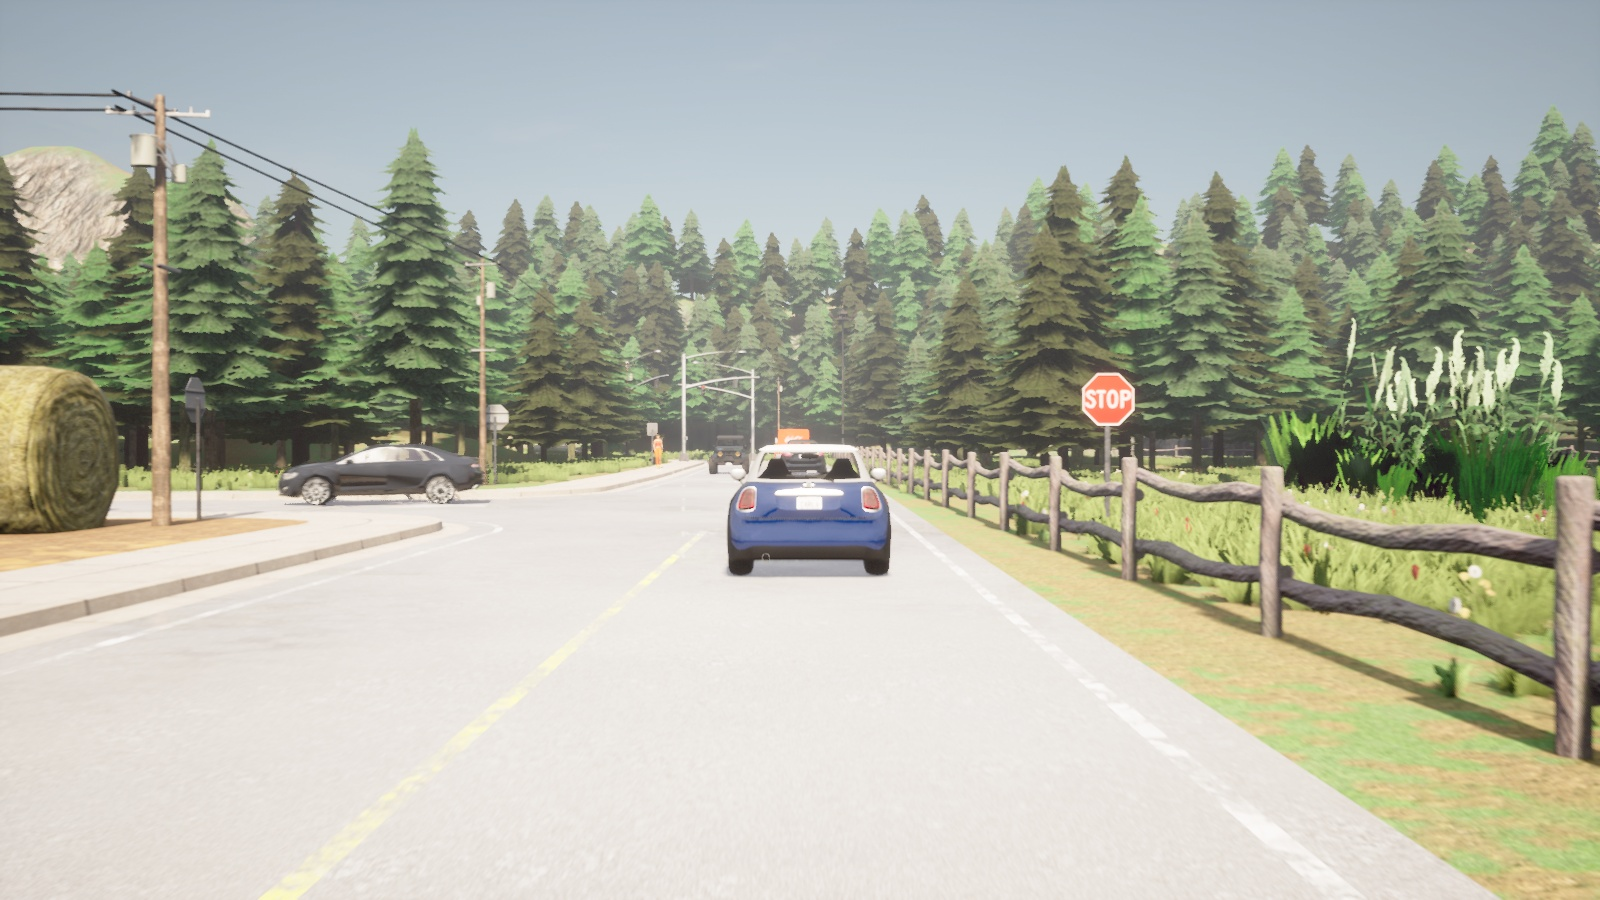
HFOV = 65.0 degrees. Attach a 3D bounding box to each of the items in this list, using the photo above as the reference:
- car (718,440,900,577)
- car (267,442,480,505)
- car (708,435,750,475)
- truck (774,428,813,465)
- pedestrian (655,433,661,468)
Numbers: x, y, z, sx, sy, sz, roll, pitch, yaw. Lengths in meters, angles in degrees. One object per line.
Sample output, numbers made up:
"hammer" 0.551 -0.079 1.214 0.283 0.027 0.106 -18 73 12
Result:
"car" 0.103 0.625 15.508 1.970 1.475 3.806 0 0 0
"car" -10.564 0.552 31.529 4.902 1.511 2.128 0 0 -14
"car" -3.406 0.204 60.876 1.905 1.878 3.866 0 0 -2
"truck" -0.493 -0.219 86.506 2.627 2.467 5.204 0 0 -2
"pedestrian" -7.678 0.028 67.857 0.345 1.836 0.594 0 0 -6
